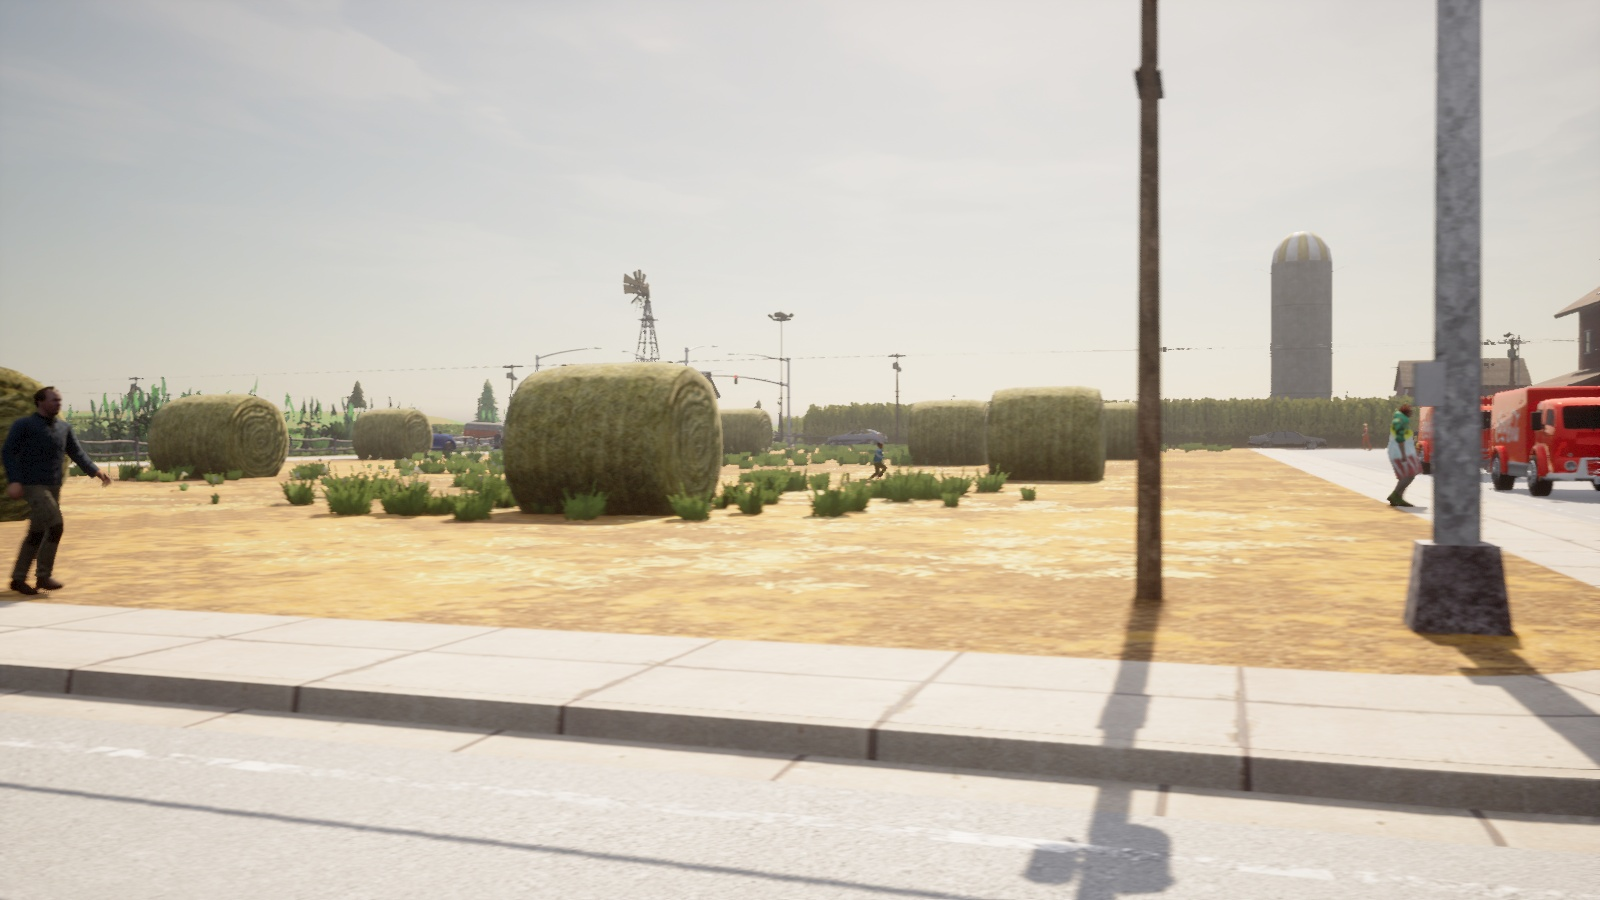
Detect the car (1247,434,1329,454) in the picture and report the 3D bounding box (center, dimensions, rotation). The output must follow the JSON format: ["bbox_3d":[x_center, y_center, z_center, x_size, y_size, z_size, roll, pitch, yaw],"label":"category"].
[{"bbox_3d":[35.040,-0.444,90.333,5.357,1.411,2.033,0,1,18],"label":"car"}]

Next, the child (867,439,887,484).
[{"bbox_3d":[2.063,0.305,33.647,0.448,1.192,0.343,1,1,23],"label":"child"}]

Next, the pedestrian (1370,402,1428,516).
[{"bbox_3d":[10.534,0.147,22.092,0.873,1.952,0.659,1,1,29],"label":"pedestrian"}]

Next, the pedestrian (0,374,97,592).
[{"bbox_3d":[-6.577,0.275,10.908,0.726,1.842,0.402,0,1,14],"label":"pedestrian"}]

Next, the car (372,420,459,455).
[{"bbox_3d":[-23.593,-0.793,77.317,2.150,2.045,5.566,1,1,21],"label":"car"}]

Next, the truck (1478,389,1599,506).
[{"bbox_3d":[17.784,-0.090,29.161,2.627,2.467,5.204,0,1,17],"label":"truck"}]

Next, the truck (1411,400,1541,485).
[{"bbox_3d":[20.962,-0.258,39.217,2.627,2.467,5.204,0,1,17],"label":"truck"}]
